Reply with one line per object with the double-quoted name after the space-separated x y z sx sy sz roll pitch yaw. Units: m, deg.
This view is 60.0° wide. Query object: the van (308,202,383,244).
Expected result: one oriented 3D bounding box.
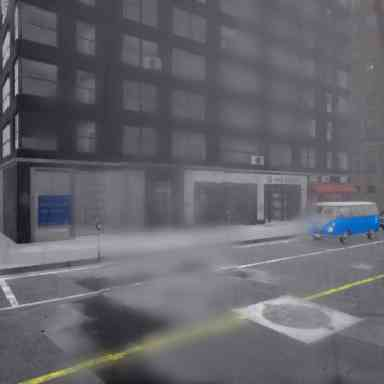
7.074 1.342 15.444 3.998 1.788 1.690 0 0 -36 "van"
